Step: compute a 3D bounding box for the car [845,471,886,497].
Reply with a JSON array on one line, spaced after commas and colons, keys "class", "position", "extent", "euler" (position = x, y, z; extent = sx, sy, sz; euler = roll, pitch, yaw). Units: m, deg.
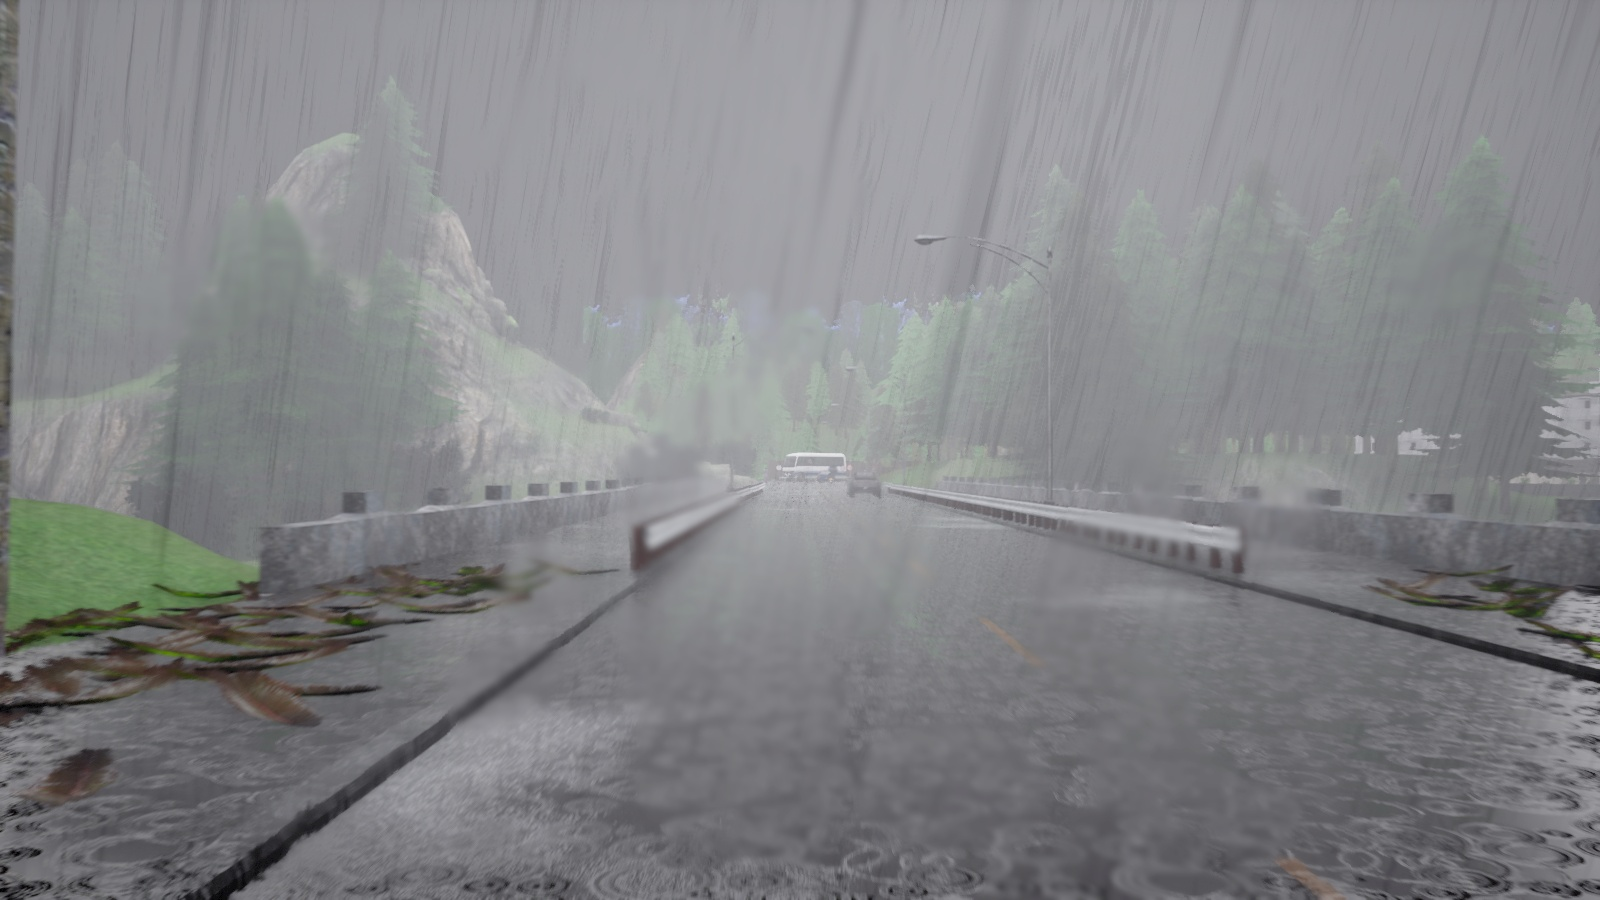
[{"class": "car", "position": [3.816, 1.993, 74.162], "extent": [2.128, 1.511, 4.902], "euler": [0, -1, 0]}]
